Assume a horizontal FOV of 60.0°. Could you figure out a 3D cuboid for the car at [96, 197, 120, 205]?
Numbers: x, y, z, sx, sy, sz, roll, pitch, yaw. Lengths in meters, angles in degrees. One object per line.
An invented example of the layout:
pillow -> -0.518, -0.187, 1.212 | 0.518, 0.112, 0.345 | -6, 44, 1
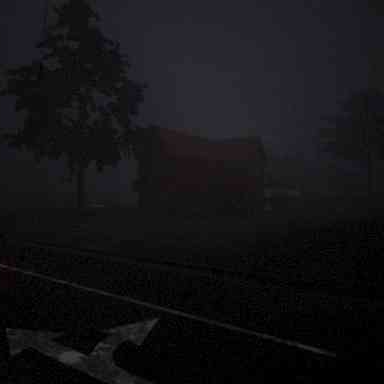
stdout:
car -> -14.445, 1.579, 57.197 | 1.994, 1.385, 4.181 | 0, 0, 34
